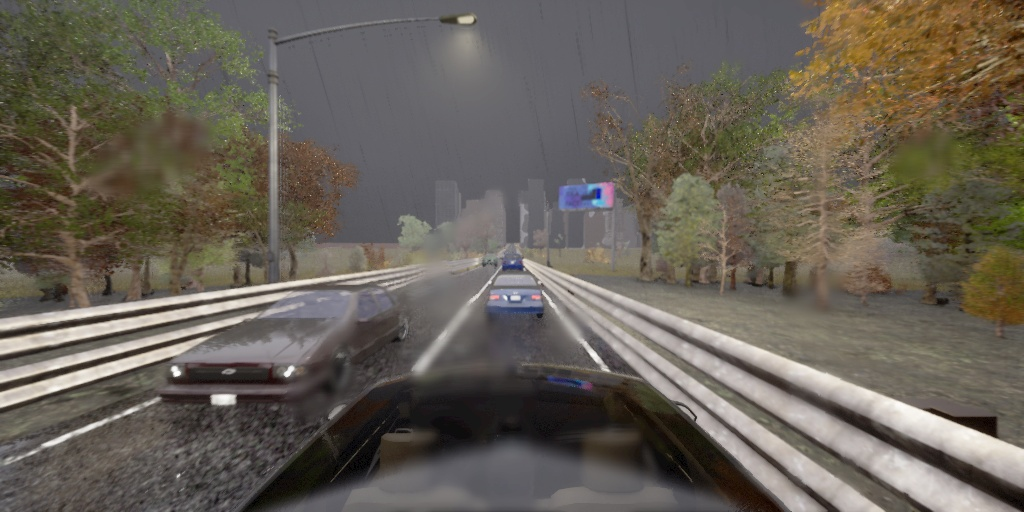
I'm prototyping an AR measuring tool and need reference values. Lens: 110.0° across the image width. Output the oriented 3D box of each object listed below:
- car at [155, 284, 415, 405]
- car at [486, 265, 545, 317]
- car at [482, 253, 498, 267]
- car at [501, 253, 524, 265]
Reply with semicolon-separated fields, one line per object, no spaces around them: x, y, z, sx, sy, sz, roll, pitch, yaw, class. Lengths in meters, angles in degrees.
-3.351;1.265;6.828;2.033;1.411;5.357;0;0;0;car
0.097;1.227;12.706;2.033;1.411;5.357;0;0;0;car
-3.304;0.617;54.743;2.150;2.045;5.566;0;0;0;car
0.069;0.739;38.106;2.150;2.045;5.566;0;0;0;car
